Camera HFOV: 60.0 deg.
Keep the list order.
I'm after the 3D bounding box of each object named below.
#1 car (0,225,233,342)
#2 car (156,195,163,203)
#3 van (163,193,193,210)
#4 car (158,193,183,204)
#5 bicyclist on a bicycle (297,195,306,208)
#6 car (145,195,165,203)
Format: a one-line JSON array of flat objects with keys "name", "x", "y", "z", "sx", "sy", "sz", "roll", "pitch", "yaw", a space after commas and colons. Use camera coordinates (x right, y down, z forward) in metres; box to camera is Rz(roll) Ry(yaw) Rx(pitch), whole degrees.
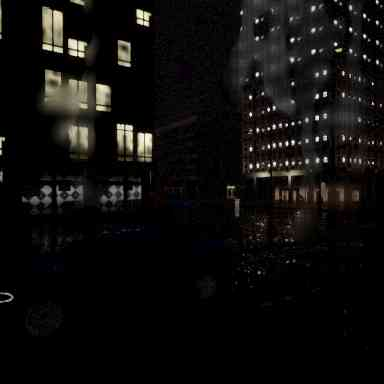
[{"name": "car", "x": -1.434, "y": 1.477, "z": 6.662, "sx": 5.008, "sy": 1.535, "sz": 1.882, "roll": 0, "pitch": 0, "yaw": -36}, {"name": "car", "x": -6.800, "y": 1.212, "z": 58.384, "sx": 1.882, "sy": 1.535, "sz": 5.008, "roll": -1, "pitch": 1, "yaw": -35}, {"name": "van", "x": -1.474, "y": 1.210, "z": 40.252, "sx": 1.690, "sy": 1.788, "sz": 3.998, "roll": 0, "pitch": 0, "yaw": -34}, {"name": "car", "x": -3.883, "y": 1.035, "z": 58.707, "sx": 2.192, "sy": 1.841, "sz": 5.009, "roll": 0, "pitch": 0, "yaw": -34}, {"name": "bicyclist on a bicycle", "x": 12.917, "y": 1.117, "z": 39.213, "sx": 1.656, "sy": 1.620, "sz": 0.582, "roll": -1, "pitch": 1, "yaw": -34}, {"name": "car", "x": -6.996, "y": 1.238, "z": 63.289, "sx": 1.887, "sy": 1.381, "sz": 4.507, "roll": 0, "pitch": 0, "yaw": -34}]
